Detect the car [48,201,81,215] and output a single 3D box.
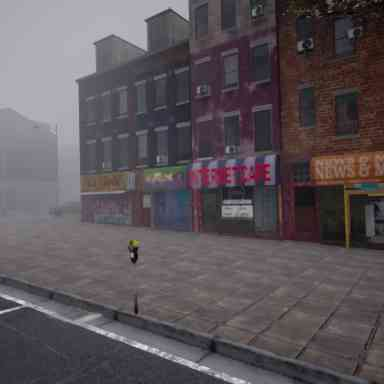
[{"bbox_3d":[-12.499,1.627,34.182,1.994,1.385,4.181,-2,-1,36],"label":"car"}]
